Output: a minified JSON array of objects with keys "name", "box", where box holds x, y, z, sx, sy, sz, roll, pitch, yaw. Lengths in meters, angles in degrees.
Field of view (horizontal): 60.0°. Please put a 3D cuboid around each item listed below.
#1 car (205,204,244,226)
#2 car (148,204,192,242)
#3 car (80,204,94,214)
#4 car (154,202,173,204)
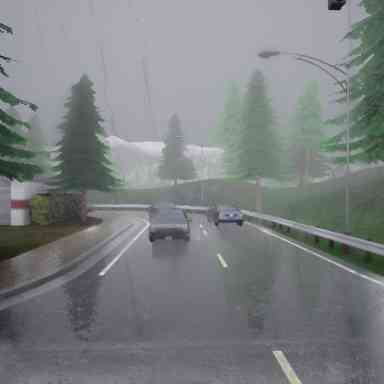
[{"name":"car","box":[2.162,1.528,23.175,2.033,1.411,5.357,0,0,-6]},{"name":"car","box":[-1.034,1.529,16.492,2.033,1.411,5.357,0,0,-2]},{"name":"car","box":[-12.417,1.477,33.754,4.892,1.490,1.837,1,0,2]},{"name":"car","box":[-2.265,1.522,27.010,2.033,1.411,5.357,0,0,-19]}]
